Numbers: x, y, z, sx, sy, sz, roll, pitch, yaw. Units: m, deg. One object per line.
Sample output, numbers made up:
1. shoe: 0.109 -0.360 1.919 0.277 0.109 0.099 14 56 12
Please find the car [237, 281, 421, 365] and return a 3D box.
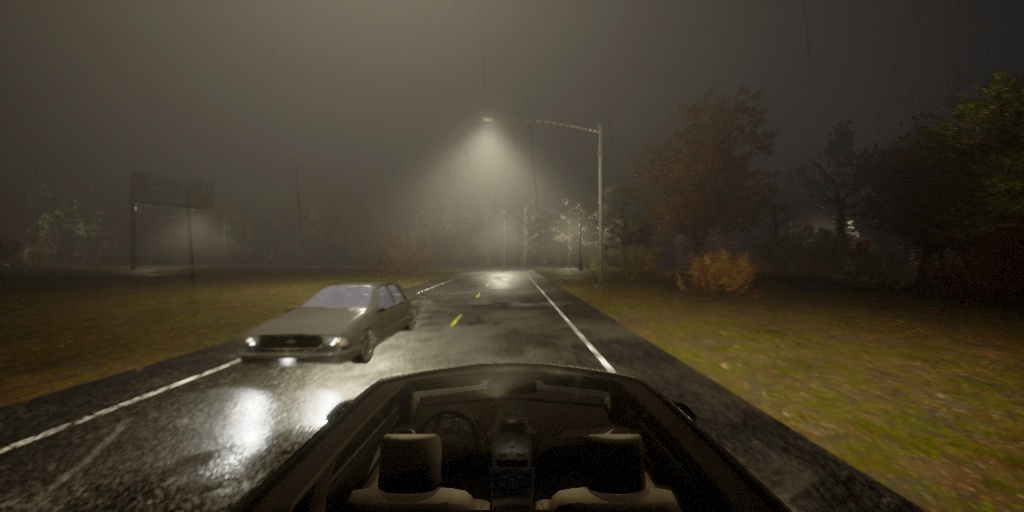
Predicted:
1. car: -3.604 1.321 8.425 2.033 1.411 5.357 0 0 0
